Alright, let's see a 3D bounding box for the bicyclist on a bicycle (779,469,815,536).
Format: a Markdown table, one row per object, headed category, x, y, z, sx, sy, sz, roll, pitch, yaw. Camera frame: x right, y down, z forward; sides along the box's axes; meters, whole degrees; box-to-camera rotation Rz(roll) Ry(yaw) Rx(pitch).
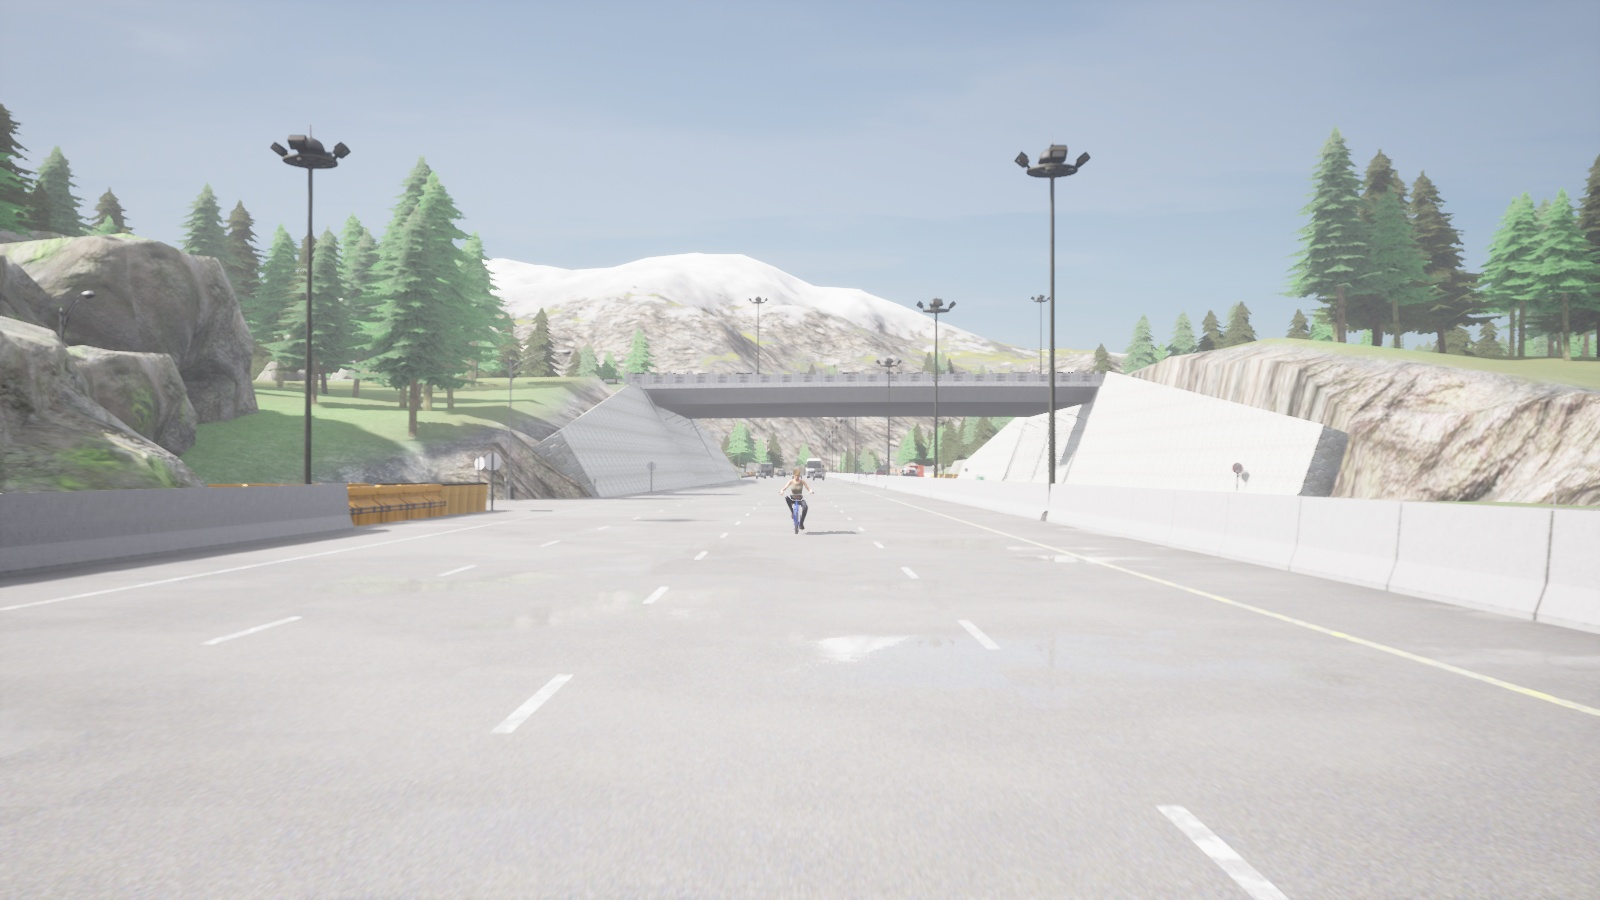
| category | x | y | z | sx | sy | sz | roll | pitch | yaw |
| --- | --- | --- | --- | --- | --- | --- | --- | --- | --- |
| bicyclist on a bicycle | -0.071 | 1.270 | 31.001 | 0.866 | 1.612 | 1.509 | 0 | -1 | 0 |
